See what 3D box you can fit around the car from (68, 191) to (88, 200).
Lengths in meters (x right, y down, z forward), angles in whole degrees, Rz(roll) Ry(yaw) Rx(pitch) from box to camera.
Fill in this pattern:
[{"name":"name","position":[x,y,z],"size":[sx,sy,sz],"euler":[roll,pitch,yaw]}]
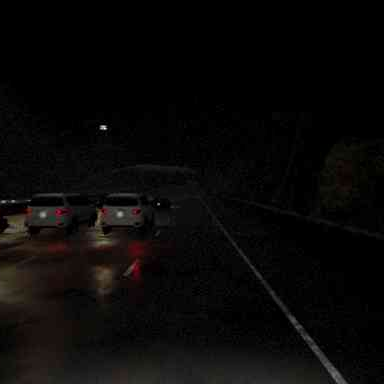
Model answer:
[{"name":"car","position":[-21.016,0.568,61.504],"size":[2.128,1.511,4.902],"euler":[0,1,0]}]

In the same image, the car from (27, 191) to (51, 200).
[{"name":"car","position":[-28.004,0.591,61.068],"size":[2.128,1.511,4.902],"euler":[0,1,0]}]

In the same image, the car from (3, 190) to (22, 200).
[{"name":"car","position":[-31.506,0.484,59.122],"size":[2.097,1.767,4.553],"euler":[0,1,0]}]

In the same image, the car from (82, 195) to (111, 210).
[{"name":"car","position":[-10.399,1.139,36.474],"size":[1.812,1.442,4.674],"euler":[0,1,0]}]

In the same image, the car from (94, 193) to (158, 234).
[{"name":"car","position":[-3.400,1.086,18.384],"size":[2.150,2.045,5.566],"euler":[0,1,0]}]

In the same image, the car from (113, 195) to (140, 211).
[{"name":"car","position":[-6.899,1.135,35.484],"size":[1.837,1.490,4.892],"euler":[0,1,0]}]

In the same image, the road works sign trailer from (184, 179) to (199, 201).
[{"name":"road works sign trailer","position":[-0.009,-0.355,57.041],"size":[2.380,3.560,2.880],"euler":[0,1,0]}]

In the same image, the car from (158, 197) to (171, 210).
[{"name":"car","position":[-3.399,1.185,36.039],"size":[1.994,1.385,4.181],"euler":[0,1,0]}]

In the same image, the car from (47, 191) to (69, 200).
[{"name":"car","position":[-24.511,0.582,61.083],"size":[2.128,1.511,4.902],"euler":[0,1,0]}]

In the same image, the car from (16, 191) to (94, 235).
[{"name":"car","position":[-6.899,1.090,18.087],"size":[2.150,2.045,5.566],"euler":[0,1,0]}]

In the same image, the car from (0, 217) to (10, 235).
[{"name":"car","position":[-10.399,1.448,14.874],"size":[2.033,1.411,5.357],"euler":[0,1,0]}]
